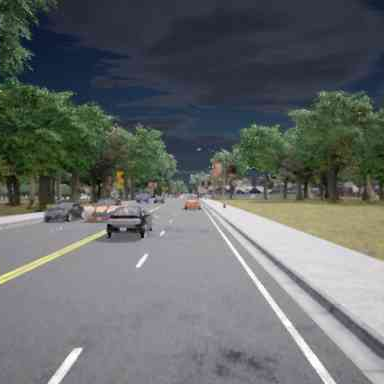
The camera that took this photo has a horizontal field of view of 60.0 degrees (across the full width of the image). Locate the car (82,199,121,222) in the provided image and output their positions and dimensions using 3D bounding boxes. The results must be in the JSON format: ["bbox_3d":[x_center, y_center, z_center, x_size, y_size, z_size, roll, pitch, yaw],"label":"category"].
[{"bbox_3d":[-6.600,1.349,25.970,2.097,1.767,4.553,0,0,0],"label":"car"}]

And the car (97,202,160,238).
[{"bbox_3d":[-3.152,1.488,17.583,2.128,1.511,4.902,0,0,0],"label":"car"}]

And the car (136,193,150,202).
[{"bbox_3d":[-9.763,1.303,66.343,2.150,2.045,5.566,0,0,0],"label":"car"}]

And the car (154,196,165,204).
[{"bbox_3d":[-6.515,1.554,66.376,1.882,1.535,5.008,0,0,0],"label":"car"}]

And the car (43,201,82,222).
[{"bbox_3d":[-9.851,1.503,26.010,1.837,1.490,4.892,0,0,0],"label":"car"}]

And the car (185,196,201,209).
[{"bbox_3d":[0.095,1.374,45.414,2.097,1.767,4.553,0,0,0],"label":"car"}]

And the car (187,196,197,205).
[{"bbox_3d":[-0.008,1.574,61.065,1.837,1.490,4.892,0,0,0],"label":"car"}]
